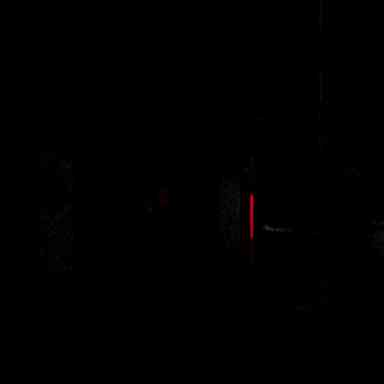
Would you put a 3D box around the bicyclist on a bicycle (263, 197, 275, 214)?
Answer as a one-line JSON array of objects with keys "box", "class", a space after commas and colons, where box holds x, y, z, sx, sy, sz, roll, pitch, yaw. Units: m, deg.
[{"box": [7.417, 1.349, 32.129, 1.656, 1.620, 0.582, 0, 0, -36], "class": "bicyclist on a bicycle"}]
